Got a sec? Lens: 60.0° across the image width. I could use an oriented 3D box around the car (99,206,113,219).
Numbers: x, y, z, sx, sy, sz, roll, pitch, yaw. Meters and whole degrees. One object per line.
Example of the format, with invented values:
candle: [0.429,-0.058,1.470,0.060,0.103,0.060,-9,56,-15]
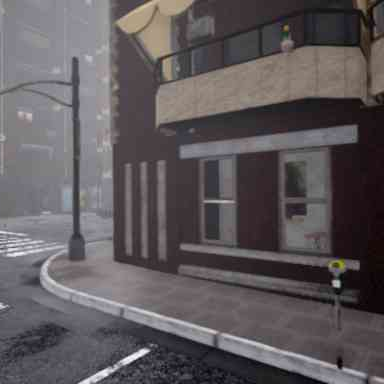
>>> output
car: [-5.604,1.468,27.668,1.887,1.381,4.507,-1,0,36]
